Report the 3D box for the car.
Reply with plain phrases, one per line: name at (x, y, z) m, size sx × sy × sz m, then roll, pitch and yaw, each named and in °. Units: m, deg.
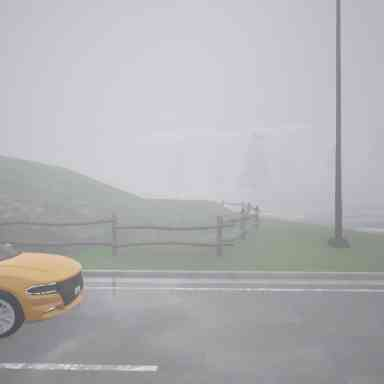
car at (-4.539, 1.478, 6.035) m, size 5.008 × 1.535 × 1.882 m, roll 0°, pitch 0°, yaw 2°
